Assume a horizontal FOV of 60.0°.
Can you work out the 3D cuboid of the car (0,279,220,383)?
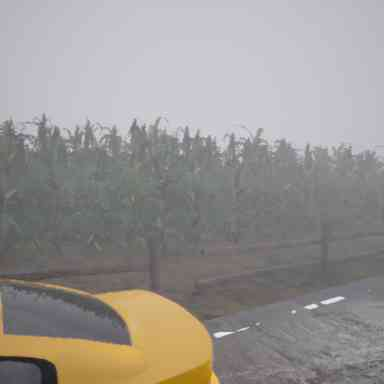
[{"bbox_3d":[-2.176,1.381,1.804,5.008,1.535,1.882,0,2,-31],"label":"car"}]
